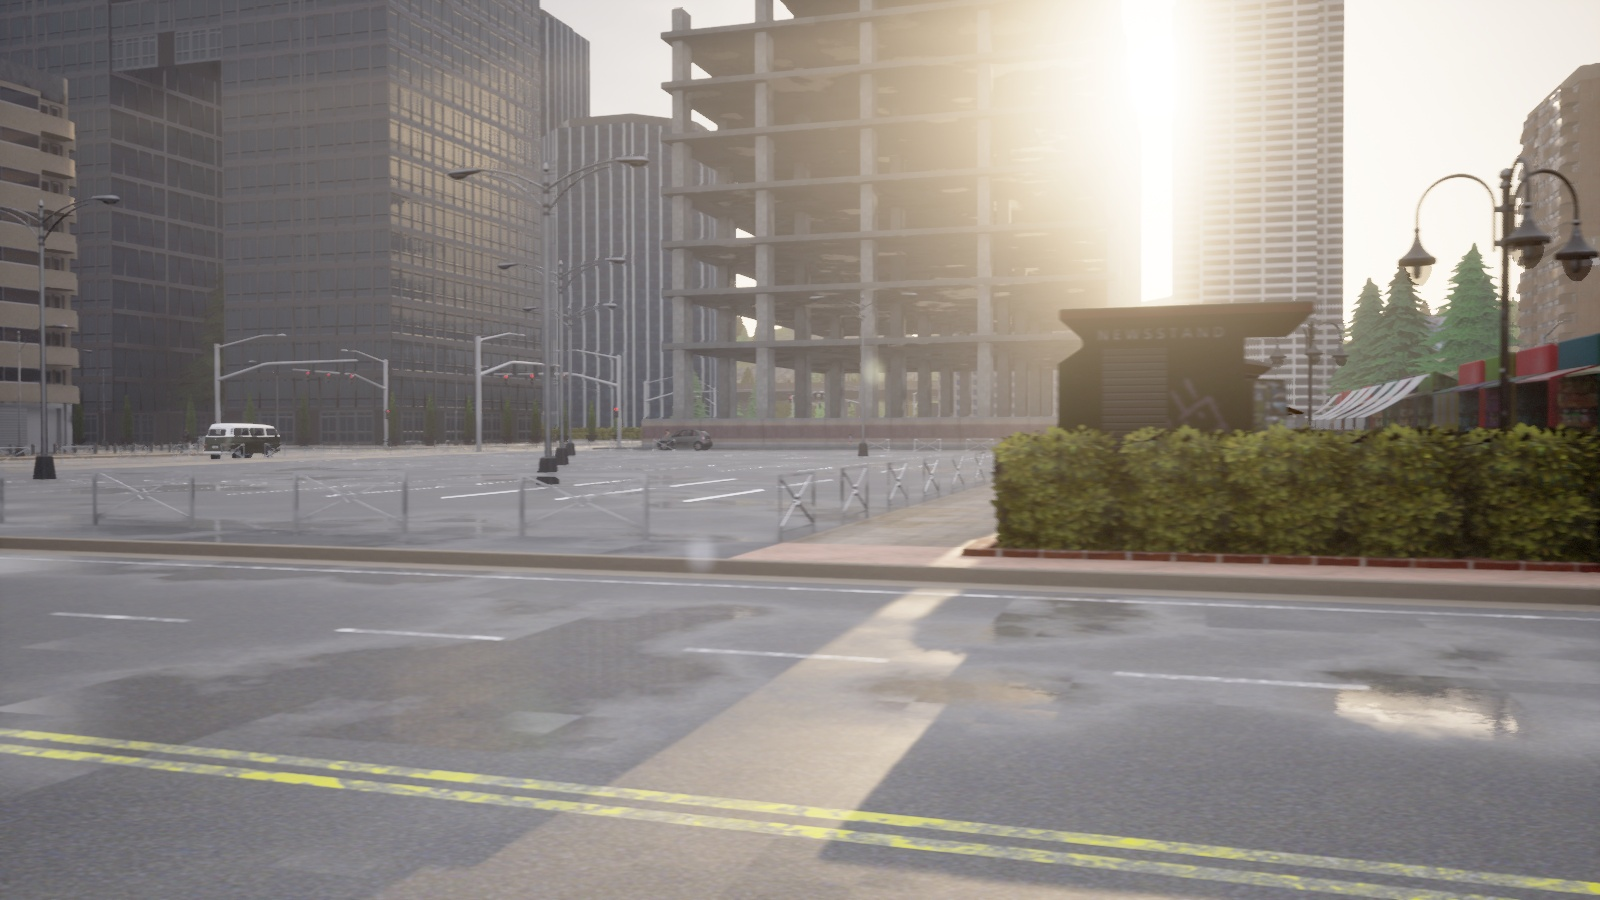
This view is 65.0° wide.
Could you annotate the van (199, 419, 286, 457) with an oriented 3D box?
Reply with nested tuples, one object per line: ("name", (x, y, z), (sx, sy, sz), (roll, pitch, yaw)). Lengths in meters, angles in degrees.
("van", (-31.216, -0.696, 70.467), (2.069, 2.038, 4.480), (0, 1, 17))

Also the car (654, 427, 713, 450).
("car", (-8.639, -0.855, 93.133), (3.988, 1.617, 1.851), (0, 1, 17))
